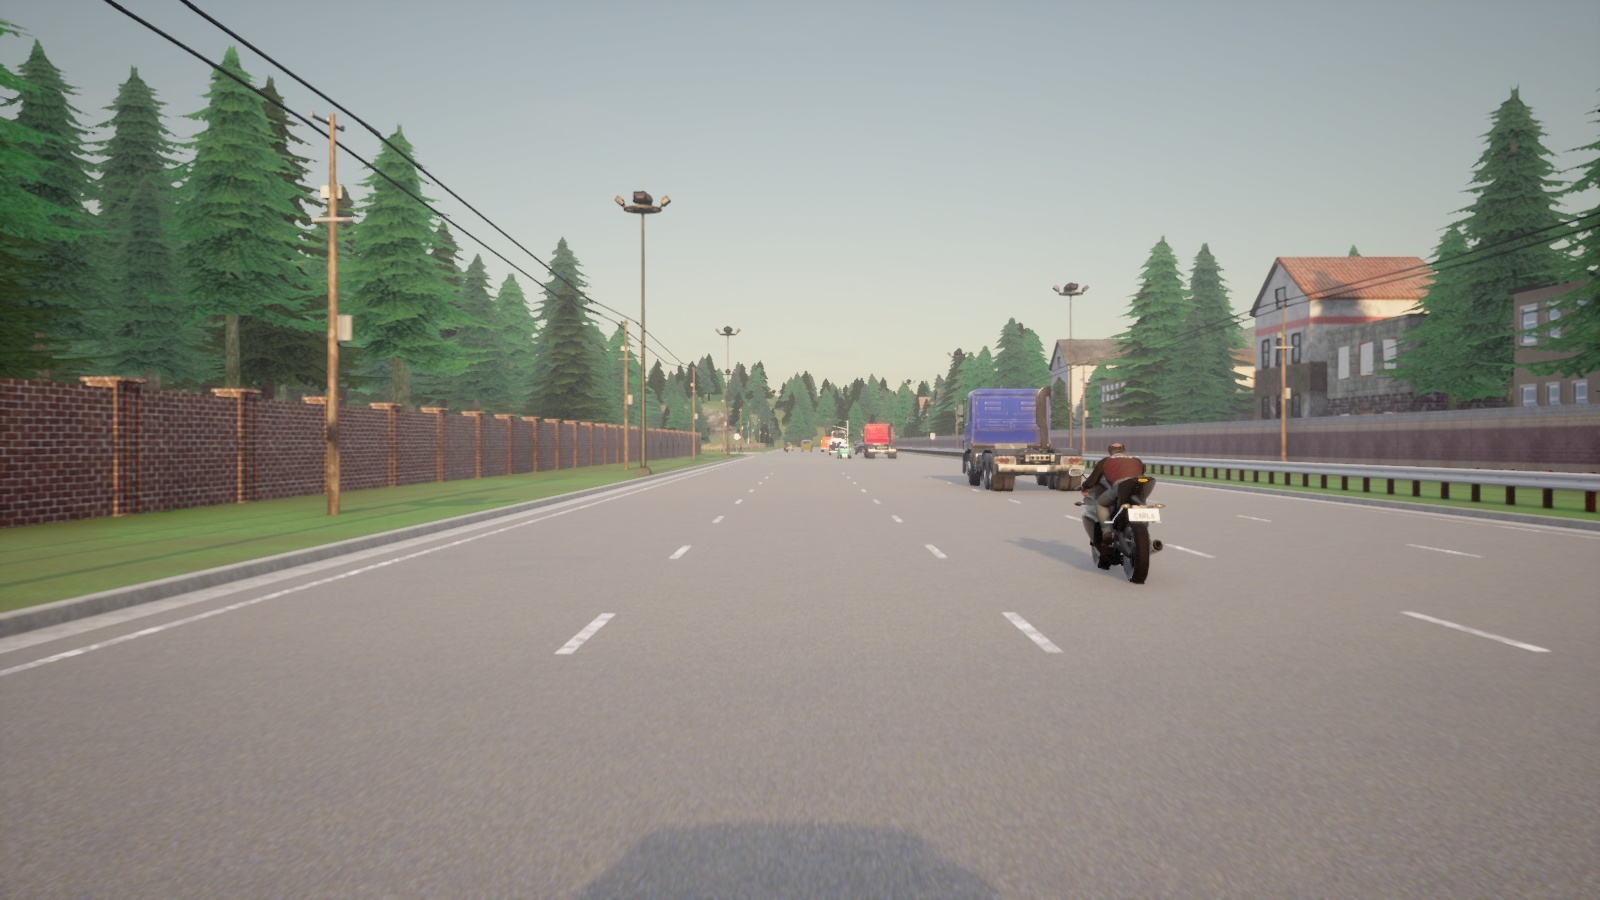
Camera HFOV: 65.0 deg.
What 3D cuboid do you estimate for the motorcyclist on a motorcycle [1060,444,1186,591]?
[{"bbox_3d":[3.597,0.704,14.202,0.866,1.530,2.191,0,0,0],"label":"motorcyclist on a motorcycle"}]

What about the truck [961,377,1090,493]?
[{"bbox_3d":[7.253,-0.463,41.510,2.891,3.462,7.936,0,0,0],"label":"truck"}]
